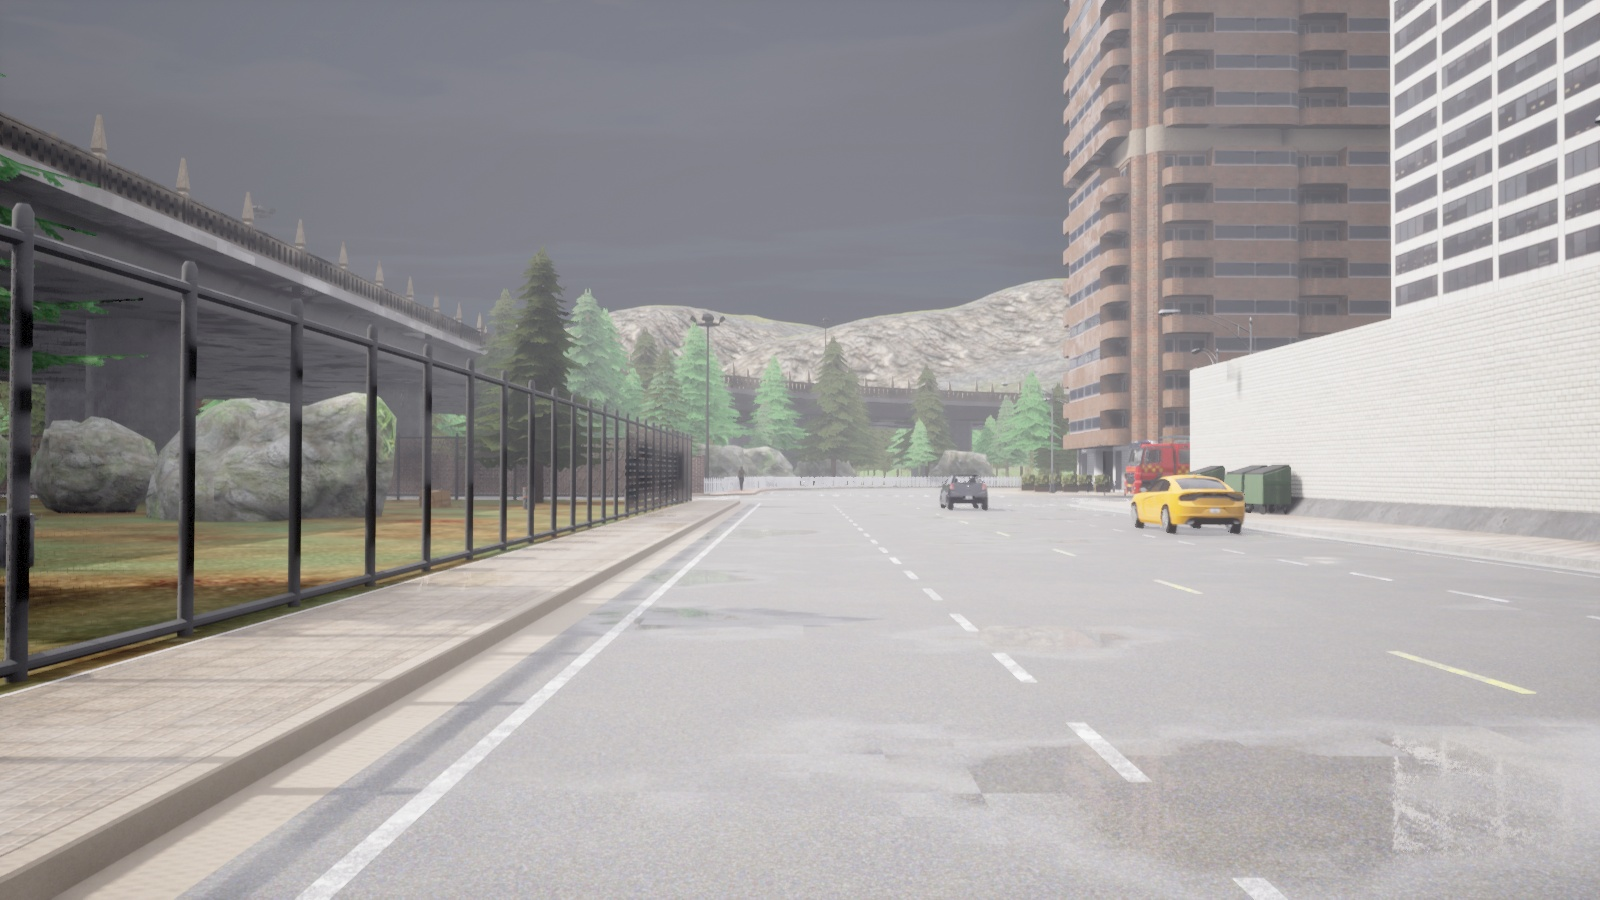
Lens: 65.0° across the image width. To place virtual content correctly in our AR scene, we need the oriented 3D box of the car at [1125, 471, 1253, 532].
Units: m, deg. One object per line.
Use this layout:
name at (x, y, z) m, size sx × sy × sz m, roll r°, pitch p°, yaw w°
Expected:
car at (10.404, 1.331, 33.981) m, size 1.882 × 1.535 × 5.008 m, roll 0°, pitch -1°, yaw 0°

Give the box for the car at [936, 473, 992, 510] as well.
car at (6.852, 1.703, 52.815) m, size 1.845 × 1.501 × 3.633 m, roll 0°, pitch -1°, yaw 0°

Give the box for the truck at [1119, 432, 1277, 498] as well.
truck at (23.518, 0.884, 74.505) m, size 8.468 × 3.827 × 2.891 m, roll 0°, pitch -1°, yaw 0°
